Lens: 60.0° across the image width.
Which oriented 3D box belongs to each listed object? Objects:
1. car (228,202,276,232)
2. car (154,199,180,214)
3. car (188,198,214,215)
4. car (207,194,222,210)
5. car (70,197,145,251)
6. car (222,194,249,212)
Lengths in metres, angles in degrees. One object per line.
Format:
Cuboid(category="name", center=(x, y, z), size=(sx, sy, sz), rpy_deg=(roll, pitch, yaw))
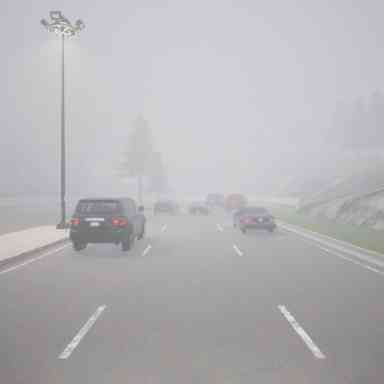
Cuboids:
Cuboid(category="car", center=(3.604, 1.547, 19.954), size=(2.033, 1.411, 5.357), rpy_deg=(0, 0, 0))
Cuboid(category="car", center=(-2.579, 1.478, 34.835), size=(1.882, 1.535, 5.008), rpy_deg=(0, 0, 9))
Cuboid(category="car", center=(0.859, 1.601, 34.025), size=(1.895, 1.301, 4.718), rpy_deg=(0, 0, 8))
Cuboid(category="car", center=(3.298, 1.221, 44.087), size=(2.150, 2.045, 5.566), rpy_deg=(0, 0, 16))
Cuboid(category="car", center=(-3.401, 1.221, 14.333), size=(2.150, 2.045, 5.566), rpy_deg=(0, 0, 0))
Cuboid(category="car", center=(5.207, 1.223, 37.985), size=(2.150, 2.045, 5.566), rpy_deg=(0, 0, 15))
